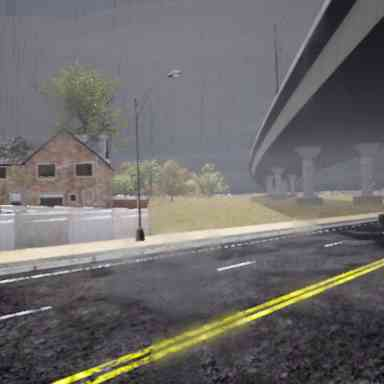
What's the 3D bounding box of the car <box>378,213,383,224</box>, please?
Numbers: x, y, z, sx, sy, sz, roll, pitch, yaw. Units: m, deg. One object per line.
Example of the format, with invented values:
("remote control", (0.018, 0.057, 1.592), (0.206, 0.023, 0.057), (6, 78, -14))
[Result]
("car", (17.500, 2.025, 28.250), (4.718, 1.301, 1.895), (0, -2, -43))
